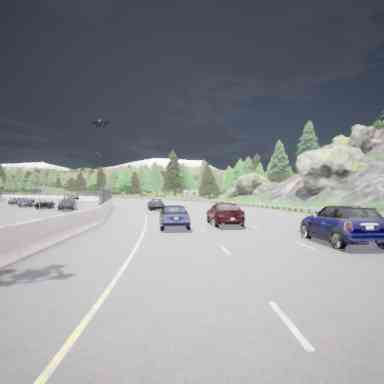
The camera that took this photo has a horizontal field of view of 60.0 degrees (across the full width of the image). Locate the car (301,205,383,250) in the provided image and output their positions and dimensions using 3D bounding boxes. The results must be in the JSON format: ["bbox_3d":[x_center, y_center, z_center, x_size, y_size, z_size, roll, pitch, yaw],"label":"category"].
[{"bbox_3d":[6.448,1.340,14.438,2.097,1.767,4.553,0,0,-4],"label":"car"}]

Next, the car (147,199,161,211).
[{"bbox_3d":[-4.626,1.577,42.209,1.994,1.385,4.181,0,0,-12],"label":"car"}]

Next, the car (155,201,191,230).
[{"bbox_3d":[-1.174,1.552,21.340,2.033,1.411,5.357,0,0,-6],"label":"car"}]

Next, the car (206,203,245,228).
[{"bbox_3d":[2.173,1.475,22.529,1.882,1.535,5.008,0,0,-6],"label":"car"}]
